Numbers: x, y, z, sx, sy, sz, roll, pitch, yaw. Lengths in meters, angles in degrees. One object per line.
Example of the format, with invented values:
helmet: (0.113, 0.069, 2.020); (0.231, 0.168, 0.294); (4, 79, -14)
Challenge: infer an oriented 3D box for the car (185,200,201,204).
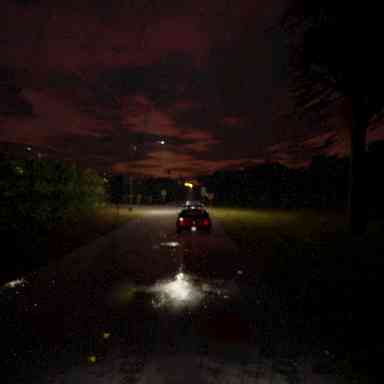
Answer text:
car: (0.094, 1.494, 32.283); (2.033, 1.411, 5.357); (0, 0, 0)

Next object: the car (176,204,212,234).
car: (0.096, 1.628, 19.632); (1.895, 1.301, 4.718); (0, 0, 0)
